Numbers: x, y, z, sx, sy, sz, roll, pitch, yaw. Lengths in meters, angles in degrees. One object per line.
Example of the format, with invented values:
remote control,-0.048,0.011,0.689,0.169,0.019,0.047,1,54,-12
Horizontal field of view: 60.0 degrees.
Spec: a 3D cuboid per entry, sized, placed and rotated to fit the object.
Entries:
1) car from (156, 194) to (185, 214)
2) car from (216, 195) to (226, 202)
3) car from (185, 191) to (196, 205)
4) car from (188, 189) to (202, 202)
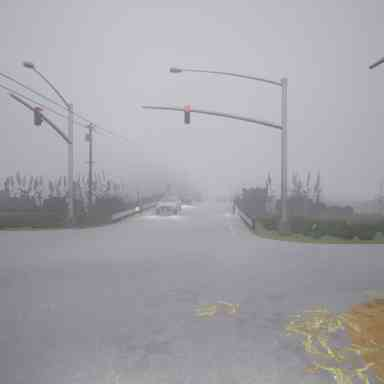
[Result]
car,-2.097,1.149,30.796,1.812,1.442,4.674,0,3,5
car,5.696,1.273,64.935,1.882,1.535,5.008,0,-2,7
car,-1.073,0.874,40.758,1.994,1.385,4.181,0,1,6
car,0.267,0.574,51.354,2.150,2.045,5.566,0,-1,8
